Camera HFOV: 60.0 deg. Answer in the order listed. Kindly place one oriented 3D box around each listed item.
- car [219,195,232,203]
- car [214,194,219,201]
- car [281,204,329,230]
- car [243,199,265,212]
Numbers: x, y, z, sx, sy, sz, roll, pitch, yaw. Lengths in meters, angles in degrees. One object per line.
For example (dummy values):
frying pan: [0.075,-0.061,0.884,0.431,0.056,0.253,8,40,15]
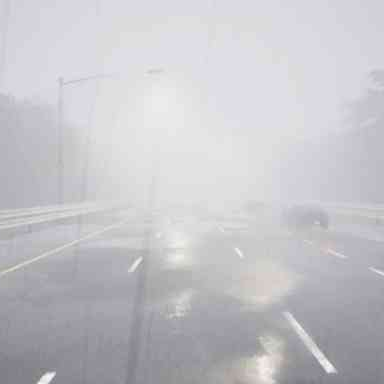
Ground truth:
car: [7.240,1.498,69.439,1.812,1.442,4.674,0,0,0]
car: [7.326,1.483,84.473,1.812,1.442,4.674,0,0,0]
car: [7.020,1.509,21.069,1.837,1.490,4.892,0,0,0]
car: [7.074,1.496,38.357,1.882,1.535,5.008,0,0,0]
